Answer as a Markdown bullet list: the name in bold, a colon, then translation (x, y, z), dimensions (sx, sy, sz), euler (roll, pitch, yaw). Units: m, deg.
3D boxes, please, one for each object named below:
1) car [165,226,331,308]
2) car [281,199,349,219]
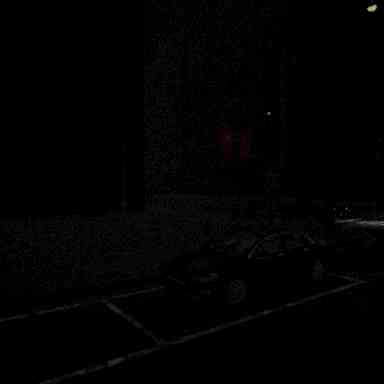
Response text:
- **car**: translation (1.455, 1.505, 7.706), dimensions (4.403, 1.369, 2.008), euler (-1, 0, -36)
- **car**: translation (8.802, 1.181, 24.237), dimensions (1.895, 1.301, 4.718), euler (0, 1, -36)
